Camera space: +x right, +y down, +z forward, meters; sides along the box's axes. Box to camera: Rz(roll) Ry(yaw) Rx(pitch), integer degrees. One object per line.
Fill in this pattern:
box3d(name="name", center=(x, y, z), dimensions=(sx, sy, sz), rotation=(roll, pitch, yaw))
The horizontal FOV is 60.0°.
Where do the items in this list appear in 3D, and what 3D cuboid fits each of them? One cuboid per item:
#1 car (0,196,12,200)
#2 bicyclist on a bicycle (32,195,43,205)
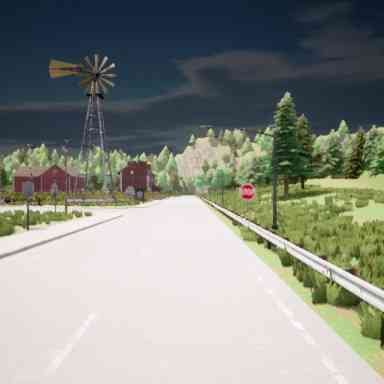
box3d(name="car", center=(-32.297, 1.489, 57.536), dimensions=(1.784, 1.438, 3.905), rotation=(0, 0, 0))
box3d(name="bicyclist on a bicycle", center=(-22.066, 1.273, 47.485), dimensions=(0.582, 1.620, 1.656), rotation=(0, 0, 33))
